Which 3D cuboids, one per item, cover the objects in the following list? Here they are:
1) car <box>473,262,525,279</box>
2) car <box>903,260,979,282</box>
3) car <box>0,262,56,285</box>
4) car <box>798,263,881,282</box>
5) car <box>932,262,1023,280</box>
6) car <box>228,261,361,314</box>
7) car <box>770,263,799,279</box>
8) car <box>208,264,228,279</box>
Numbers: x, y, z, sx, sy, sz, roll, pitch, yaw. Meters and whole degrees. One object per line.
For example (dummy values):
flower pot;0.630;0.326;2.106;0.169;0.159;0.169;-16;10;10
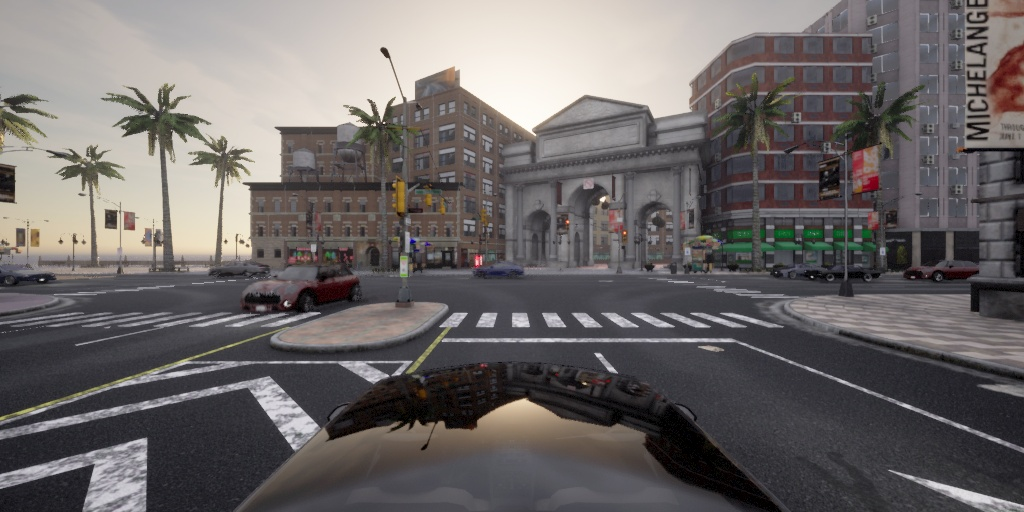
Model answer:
car;-1.163;1.275;32.258;4.674;1.442;1.812;0;0;0
car;34.063;1.102;28.387;4.553;1.767;2.097;0;0;2
car;-35.827;1.297;25.325;5.357;1.411;2.033;0;0;0
car;26.107;1.351;28.541;4.718;1.301;1.895;0;0;1
car;41.153;1.297;31.708;5.357;1.411;2.033;0;0;3
car;-7.830;1.102;13.769;2.097;1.767;4.553;0;0;7
car;25.592;1.314;32.029;4.181;1.385;1.994;0;0;1
car;-24.629;1.241;32.434;4.902;1.511;2.128;0;0;0
